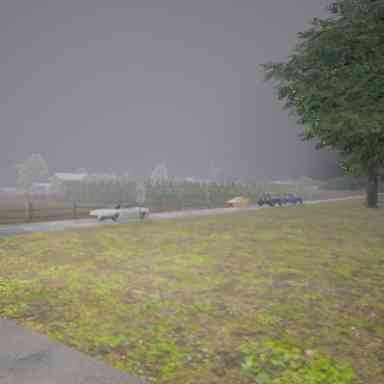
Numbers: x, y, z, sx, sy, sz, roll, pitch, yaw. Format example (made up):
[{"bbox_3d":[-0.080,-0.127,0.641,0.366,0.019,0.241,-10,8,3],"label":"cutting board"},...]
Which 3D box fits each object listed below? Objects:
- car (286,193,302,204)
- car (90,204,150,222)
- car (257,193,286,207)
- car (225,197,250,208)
[{"bbox_3d":[18.038,1.162,59.690,2.150,2.045,5.566,-1,-1,35],"label":"car"},{"bbox_3d":[-5.506,1.570,26.087,1.895,1.301,4.718,-1,-1,35],"label":"car"},{"bbox_3d":[11.943,1.179,50.910,2.150,2.045,5.566,-1,-1,35],"label":"car"},{"bbox_3d":[6.661,1.500,48.374,1.882,1.535,5.008,-1,-1,35],"label":"car"}]
